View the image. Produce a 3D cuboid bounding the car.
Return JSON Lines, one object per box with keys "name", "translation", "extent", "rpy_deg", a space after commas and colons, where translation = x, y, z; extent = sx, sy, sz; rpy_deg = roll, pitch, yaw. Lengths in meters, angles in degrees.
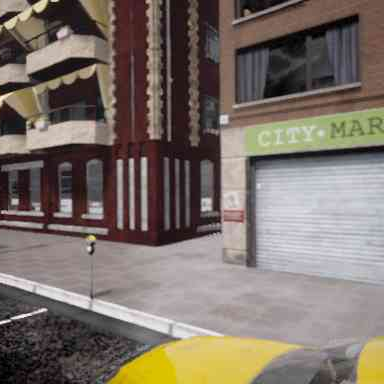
{"name": "car", "translation": [1.356, 1.525, 1.907], "extent": [4.829, 1.417, 1.752], "rpy_deg": [-1, -1, 35]}
